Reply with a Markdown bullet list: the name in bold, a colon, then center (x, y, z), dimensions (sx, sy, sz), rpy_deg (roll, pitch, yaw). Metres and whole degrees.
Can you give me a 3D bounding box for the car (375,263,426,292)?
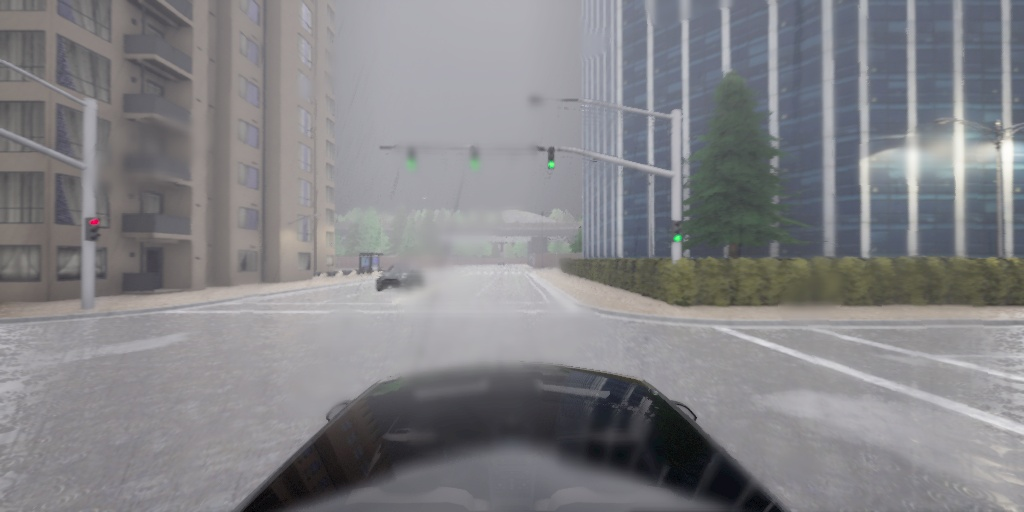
- **car**: center (-7.004, 1.245, 22.918), dimensions (2.097, 1.767, 4.553), rpy_deg (0, -1, 0)
